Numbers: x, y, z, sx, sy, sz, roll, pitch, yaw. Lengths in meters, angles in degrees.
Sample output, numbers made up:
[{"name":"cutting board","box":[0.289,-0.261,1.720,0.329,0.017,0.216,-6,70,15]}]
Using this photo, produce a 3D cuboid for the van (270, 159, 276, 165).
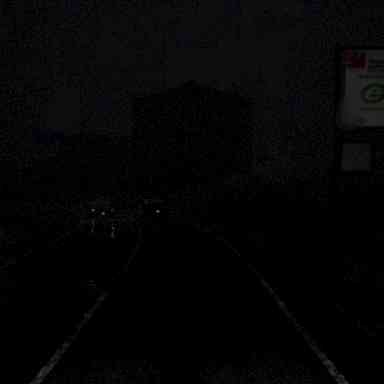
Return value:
[{"name":"van","box":[20.172,-6.644,76.690,1.878,1.987,4.442,0,2,-2]}]

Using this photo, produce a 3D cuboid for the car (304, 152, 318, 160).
[{"name":"car","box":[20.823,-5.790,54.780,2.185,1.767,4.553,0,2,-2]}]

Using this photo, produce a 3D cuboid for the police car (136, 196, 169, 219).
[{"name":"police car","box":[-3.161,1.164,25.890,1.930,1.638,5.238,-1,0,-17]}]

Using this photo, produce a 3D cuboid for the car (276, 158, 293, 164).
[{"name":"car","box":[20.332,-6.239,71.305,2.231,1.521,4.892,0,2,-2]}]

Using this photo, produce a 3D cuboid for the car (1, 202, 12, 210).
[{"name":"car","box":[-33.369,2.525,57.703,4.892,1.490,1.837,-4,0,31]}]

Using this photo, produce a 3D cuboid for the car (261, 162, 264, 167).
[{"name":"car","box":[19.842,-7.022,87.809,2.435,2.045,5.566,0,2,-2]}]

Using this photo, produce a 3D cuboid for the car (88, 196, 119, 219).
[{"name":"car","box":[-7.323,1.322,26.658,1.812,1.442,4.674,-1,0,-20]}]

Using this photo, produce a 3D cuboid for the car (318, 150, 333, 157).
[{"name":"car","box":[20.991,-5.419,49.116,2.002,1.452,4.674,0,2,-2]}]

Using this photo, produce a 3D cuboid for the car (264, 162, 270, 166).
[{"name":"car","box":[20.005,-6.560,82.335,2.002,1.452,4.674,0,2,-2]}]

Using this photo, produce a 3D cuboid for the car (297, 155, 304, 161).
[{"name":"car","box":[20.659,-5.986,60.295,2.185,1.767,4.553,0,2,-2]}]
